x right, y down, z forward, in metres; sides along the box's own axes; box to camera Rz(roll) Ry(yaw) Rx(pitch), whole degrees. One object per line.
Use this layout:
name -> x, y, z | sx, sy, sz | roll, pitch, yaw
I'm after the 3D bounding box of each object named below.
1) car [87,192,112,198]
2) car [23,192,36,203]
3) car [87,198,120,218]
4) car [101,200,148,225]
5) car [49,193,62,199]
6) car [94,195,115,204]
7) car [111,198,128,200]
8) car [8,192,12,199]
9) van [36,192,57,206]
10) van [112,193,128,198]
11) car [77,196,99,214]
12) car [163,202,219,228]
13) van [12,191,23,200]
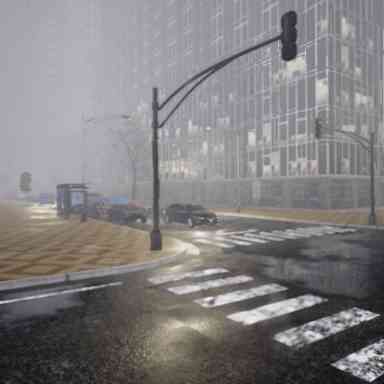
car -> -11.770, 1.001, 39.121 | 2.150, 2.045, 5.566 | -1, 1, -34
car -> -27.112, 1.136, 56.998 | 2.008, 1.369, 4.403 | 0, 0, -34
car -> -7.973, 1.479, 28.776 | 1.802, 1.307, 4.206 | 0, 0, -34
car -> -4.782, 1.514, 24.070 | 1.947, 1.339, 4.313 | 0, 0, -34
car -> -33.011, 0.856, 80.497 | 2.008, 1.369, 4.403 | 0, 1, -34
car -> -13.780, 1.206, 52.336 | 1.802, 1.307, 4.206 | 0, 0, -34
car -> -5.772, 1.476, 30.330 | 1.895, 1.301, 4.718 | -1, 1, -34
car -> -39.931, 0.813, 75.771 | 1.967, 1.590, 4.097 | 0, 0, -34
van -> -20.699, 1.032, 47.609 | 1.690, 1.788, 3.998 | 0, 0, -34
van -> -10.574, 1.017, 47.641 | 1.690, 1.788, 3.998 | 0, 0, -34
car -> -11.130, 1.412, 33.502 | 1.947, 1.339, 4.313 | 0, 0, -34
car -> -0.177, 1.469, 22.115 | 1.837, 1.490, 4.892 | -1, 1, -34
van -> -36.726, 0.767, 71.077 | 1.690, 1.788, 3.998 | 0, 0, -34
